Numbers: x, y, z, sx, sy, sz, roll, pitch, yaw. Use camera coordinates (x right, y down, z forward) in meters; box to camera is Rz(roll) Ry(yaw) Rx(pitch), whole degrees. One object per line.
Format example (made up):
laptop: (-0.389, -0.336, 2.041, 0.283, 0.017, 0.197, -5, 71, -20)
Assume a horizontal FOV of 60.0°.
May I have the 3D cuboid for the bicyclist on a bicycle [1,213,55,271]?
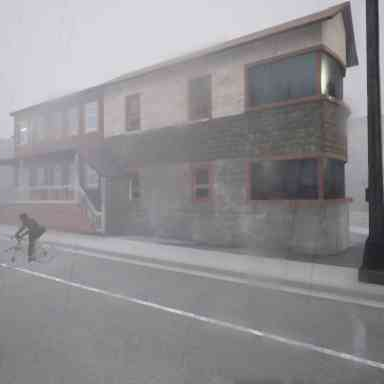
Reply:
bicyclist on a bicycle: (-4.822, 1.430, 9.869, 0.582, 1.620, 1.656, 0, 2, 35)
